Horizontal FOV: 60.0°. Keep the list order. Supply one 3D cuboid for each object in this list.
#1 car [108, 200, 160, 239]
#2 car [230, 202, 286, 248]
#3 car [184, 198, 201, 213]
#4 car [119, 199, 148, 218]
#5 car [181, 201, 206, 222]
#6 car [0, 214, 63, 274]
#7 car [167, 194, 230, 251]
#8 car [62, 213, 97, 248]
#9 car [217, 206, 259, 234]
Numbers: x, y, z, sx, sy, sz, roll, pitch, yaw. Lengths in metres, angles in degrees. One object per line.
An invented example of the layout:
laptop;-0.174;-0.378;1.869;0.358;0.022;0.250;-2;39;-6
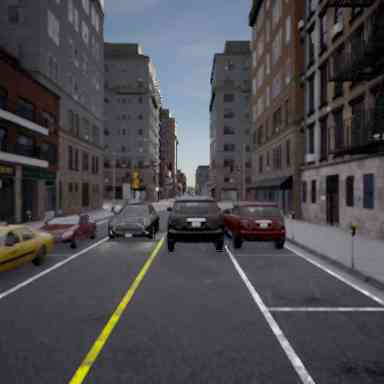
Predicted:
car;-2.847;1.357;17.173;2.097;1.767;4.553;0;0;0
car;2.638;1.318;14.638;2.192;1.841;5.009;0;0;0
car;0.101;1.509;39.053;1.882;1.535;5.008;0;0;0
car;-5.385;1.459;31.002;1.967;1.590;4.097;0;0;0
car;0.101;1.520;27.476;1.837;1.490;4.892;0;0;0
car;-5.386;1.526;9.018;1.752;1.417;4.829;0;0;0
car;0.095;1.224;14.349;2.150;2.045;5.566;0;0;-1
car;-5.385;1.585;14.641;1.802;1.307;4.206;0;0;0
car;2.640;1.573;20.091;1.947;1.339;4.313;0;0;0
